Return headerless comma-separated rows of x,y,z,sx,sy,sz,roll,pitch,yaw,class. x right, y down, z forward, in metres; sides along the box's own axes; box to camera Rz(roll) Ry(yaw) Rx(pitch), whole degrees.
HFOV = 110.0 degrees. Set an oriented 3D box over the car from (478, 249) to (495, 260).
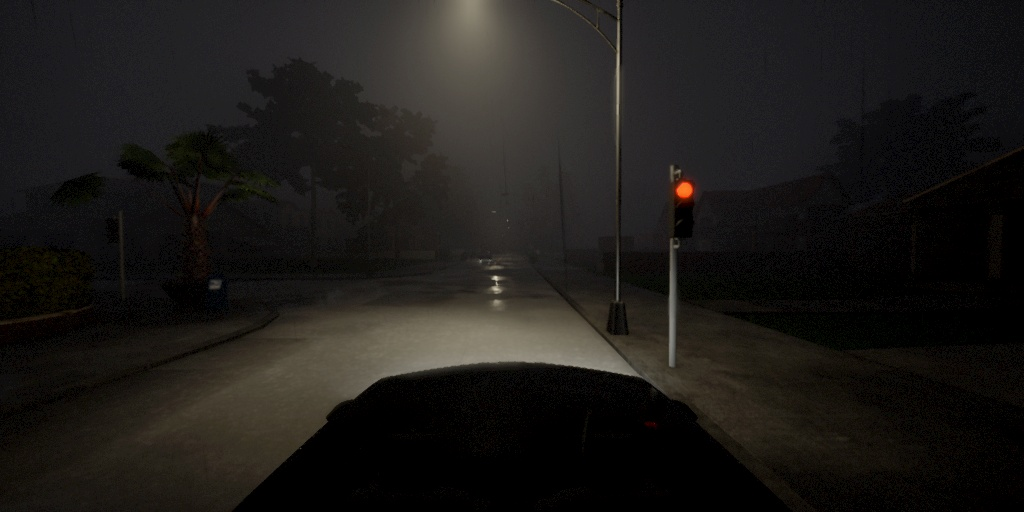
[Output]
-3.997,-0.091,53.397,2.033,1.411,5.357,0,2,0,car
